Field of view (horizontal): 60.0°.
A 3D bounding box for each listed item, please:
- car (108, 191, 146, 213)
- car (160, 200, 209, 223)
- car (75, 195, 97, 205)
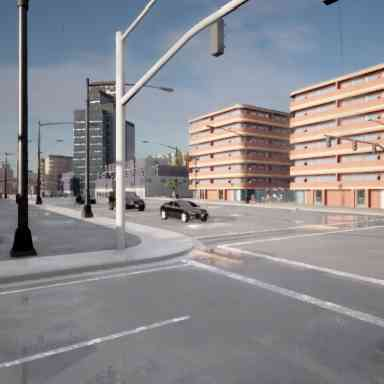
[{"bbox_3d":[-6.724,0.930,33.772,2.150,2.045,5.566,0,1,-34],"label":"car"},{"bbox_3d":[-0.655,1.373,24.866,1.837,1.490,4.892,0,1,-34],"label":"car"},{"bbox_3d":[-14.443,1.030,45.124,1.994,1.385,4.181,0,1,-34],"label":"car"}]
